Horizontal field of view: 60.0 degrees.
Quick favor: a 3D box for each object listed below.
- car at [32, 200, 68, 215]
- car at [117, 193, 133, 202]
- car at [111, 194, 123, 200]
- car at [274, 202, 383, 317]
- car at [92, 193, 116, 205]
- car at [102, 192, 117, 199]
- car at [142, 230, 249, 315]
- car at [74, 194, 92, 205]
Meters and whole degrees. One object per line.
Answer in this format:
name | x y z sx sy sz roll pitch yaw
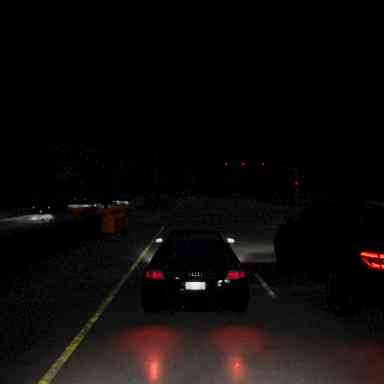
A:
car | -14.240 1.526 33.507 1.895 1.301 4.718 0 0 0
car | -14.358 1.284 70.320 1.812 1.442 4.674 0 0 0
car | -17.921 1.242 79.785 1.812 1.442 4.674 0 0 0
car | 3.589 1.221 7.598 2.150 2.045 5.566 0 0 -2
car | -14.350 1.333 54.282 1.837 1.490 4.892 0 1 0
car | -17.851 0.991 69.151 2.150 2.045 5.566 0 0 0
car | 0.067 1.563 7.668 1.994 1.385 4.181 0 0 0
car | -17.853 1.185 54.951 2.097 1.767 4.553 0 0 0
